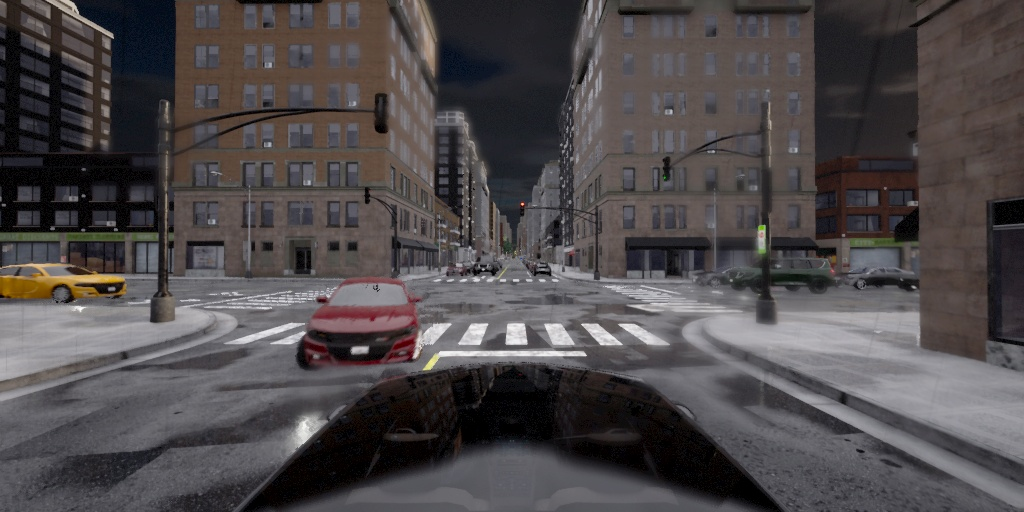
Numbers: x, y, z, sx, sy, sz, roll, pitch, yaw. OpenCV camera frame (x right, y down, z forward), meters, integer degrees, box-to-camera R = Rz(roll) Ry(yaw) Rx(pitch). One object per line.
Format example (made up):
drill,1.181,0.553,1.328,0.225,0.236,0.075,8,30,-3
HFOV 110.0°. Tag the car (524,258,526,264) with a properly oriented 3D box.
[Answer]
car,3.188,1.296,52.829,1.888,1.381,4.507,0,0,1

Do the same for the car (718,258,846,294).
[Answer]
car,15.622,1.105,21.013,5.566,2.045,2.150,0,-1,0

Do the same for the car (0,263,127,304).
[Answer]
car,-18.702,1.052,14.538,5.008,1.535,1.882,0,-1,1

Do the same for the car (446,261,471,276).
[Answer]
car,-5.547,1.336,36.342,1.802,1.307,4.207,0,0,1

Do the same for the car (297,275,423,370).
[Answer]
car,-3.121,1.230,8.109,1.882,1.535,5.008,2,-1,-17

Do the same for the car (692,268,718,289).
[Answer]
car,14.833,1.401,24.260,4.902,1.511,2.128,0,-1,2

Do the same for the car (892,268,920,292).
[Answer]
car,25.724,1.550,20.943,4.718,1.301,1.895,0,-1,0

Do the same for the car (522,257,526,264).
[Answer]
car,3.328,1.315,63.890,1.948,1.339,4.313,0,0,1

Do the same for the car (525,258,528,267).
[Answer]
car,3.118,1.302,47.299,2.007,1.370,4.403,0,0,1

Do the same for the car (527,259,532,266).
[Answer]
car,3.048,1.297,41.769,1.888,1.381,4.507,0,0,1

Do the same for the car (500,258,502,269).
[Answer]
car,-2.643,1.258,47.936,1.837,1.490,4.892,0,0,1

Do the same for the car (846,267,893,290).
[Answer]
car,24.238,1.463,24.200,4.902,1.511,2.128,0,-1,0

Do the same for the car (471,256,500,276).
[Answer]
car,-2.770,0.976,37.848,2.150,2.045,5.566,0,0,1

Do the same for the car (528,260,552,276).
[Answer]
car,2.979,1.318,36.238,1.948,1.339,4.313,0,0,1

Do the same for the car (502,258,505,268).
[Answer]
car,-2.502,1.352,58.192,1.895,1.301,4.718,0,0,1
